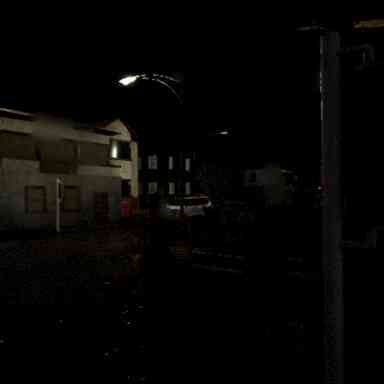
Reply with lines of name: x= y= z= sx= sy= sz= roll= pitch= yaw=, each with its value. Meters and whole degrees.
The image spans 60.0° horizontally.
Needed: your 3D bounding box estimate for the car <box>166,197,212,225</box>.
car: x=-0.546 y=1.384 z=25.826 sx=2.150 sy=2.045 sz=5.566 roll=-1 pitch=0 yaw=38
